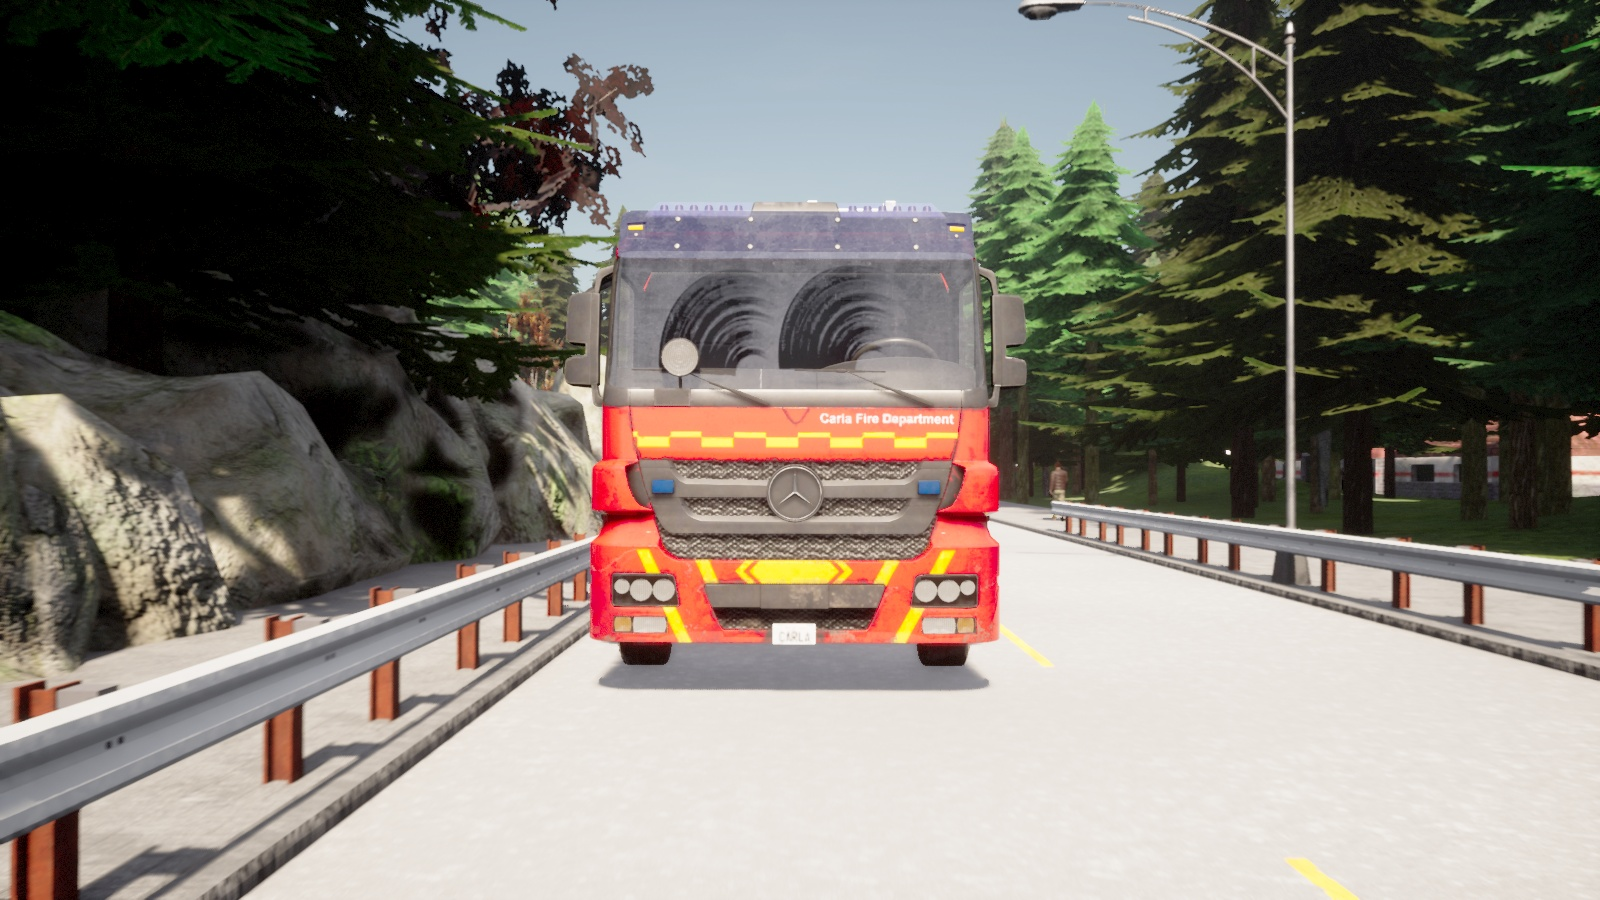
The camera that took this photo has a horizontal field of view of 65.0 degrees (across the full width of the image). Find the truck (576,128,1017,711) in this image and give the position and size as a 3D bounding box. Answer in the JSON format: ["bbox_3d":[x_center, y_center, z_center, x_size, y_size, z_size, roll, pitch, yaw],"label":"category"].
[{"bbox_3d":[-0.041,-0.141,12.498,2.891,3.827,8.468,0,-1,0],"label":"truck"}]

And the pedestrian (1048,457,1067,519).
[{"bbox_3d":[7.719,1.123,37.662,0.431,1.840,0.703,0,-1,0],"label":"pedestrian"}]
